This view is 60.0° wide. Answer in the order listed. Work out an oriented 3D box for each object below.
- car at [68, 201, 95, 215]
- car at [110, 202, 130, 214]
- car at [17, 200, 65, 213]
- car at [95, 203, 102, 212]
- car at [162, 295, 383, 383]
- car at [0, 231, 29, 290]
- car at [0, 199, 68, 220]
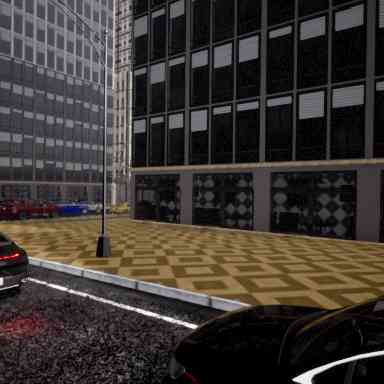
[{"bbox_3d":[-13.278,1.683,35.204,1.882,1.535,5.008,1,0,37],"label":"car"},{"bbox_3d":[-7.342,1.829,38.862,1.752,1.417,4.829,1,0,37],"label":"car"},{"bbox_3d":[-17.636,1.641,39.062,1.752,1.417,4.829,1,0,37],"label":"car"},{"bbox_3d":[-13.181,1.793,40.699,1.895,1.301,4.718,1,0,37],"label":"car"},{"bbox_3d":[1.974,1.505,2.267,4.892,1.490,1.837,0,0,36],"label":"car"},{"bbox_3d":[-5.742,1.500,7.811,4.892,1.490,1.837,0,0,36],"label":"car"},{"bbox_3d":[-14.173,1.518,29.675,2.192,1.841,5.009,1,0,37],"label":"car"}]
